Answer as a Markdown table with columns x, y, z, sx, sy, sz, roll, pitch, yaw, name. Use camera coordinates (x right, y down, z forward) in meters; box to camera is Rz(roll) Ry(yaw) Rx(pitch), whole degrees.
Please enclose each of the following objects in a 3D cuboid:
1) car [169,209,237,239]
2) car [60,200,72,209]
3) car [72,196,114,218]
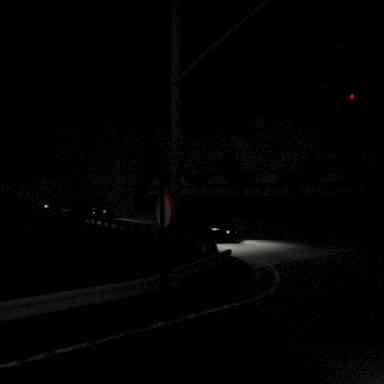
| x | y | z | sx | sy | sz | roll | pitch | yaw | name |
| --- | --- | --- | --- | --- | --- | --- | --- | --- | --- |
| 0.360 | 1.696 | 18.098 | 1.837 | 1.490 | 4.892 | 0 | 0 | -35 | car |
| -16.843 | 1.779 | 47.448 | 1.895 | 1.301 | 4.718 | 0 | 0 | 6 | car |
| -9.361 | 1.415 | 31.899 | 2.150 | 2.045 | 5.566 | 0 | 0 | -35 | car |
